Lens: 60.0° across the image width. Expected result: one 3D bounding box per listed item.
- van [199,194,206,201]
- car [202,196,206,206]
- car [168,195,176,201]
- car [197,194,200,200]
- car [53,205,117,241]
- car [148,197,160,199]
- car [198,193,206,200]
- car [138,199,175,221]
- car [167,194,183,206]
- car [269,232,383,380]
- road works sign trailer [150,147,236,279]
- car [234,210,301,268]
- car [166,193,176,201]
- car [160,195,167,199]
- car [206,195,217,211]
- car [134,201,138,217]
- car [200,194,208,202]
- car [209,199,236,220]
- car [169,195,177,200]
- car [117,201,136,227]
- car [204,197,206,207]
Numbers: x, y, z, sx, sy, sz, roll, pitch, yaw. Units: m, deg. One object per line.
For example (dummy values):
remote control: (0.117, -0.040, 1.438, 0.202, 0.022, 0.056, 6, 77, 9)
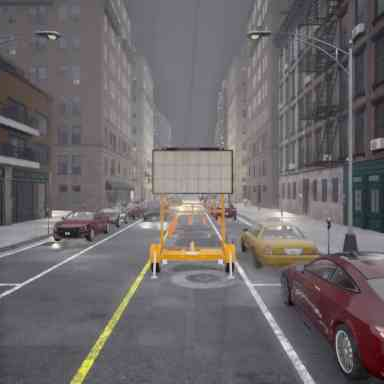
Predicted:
van: (2.874, 1.324, 88.705, 1.690, 1.788, 3.998, 0, 0, 0)
car: (2.729, 1.545, 44.960, 2.008, 1.369, 4.403, 0, 0, 0)
car: (-5.235, 1.548, 88.721, 1.947, 1.339, 4.313, 0, 0, 0)
car: (2.860, 1.301, 77.698, 2.192, 1.841, 5.009, 0, 0, 0)
car: (-5.354, 1.543, 16.564, 1.887, 1.381, 4.507, 0, 0, 0)
car: (-5.307, 1.435, 39.293, 1.967, 1.590, 4.097, 0, 0, 0)
car: (2.880, 1.296, 94.209, 2.192, 1.841, 5.009, 0, 0, 0)
car: (-2.795, 1.545, 27.119, 2.033, 1.411, 5.357, 0, 0, 0)
car: (-2.641, 1.343, 53.290, 2.097, 1.767, 4.553, 0, 0, 0)
car: (2.648, 1.582, 5.183, 1.802, 1.307, 4.206, 0, 0, 0)
road works sign trailer: (0.021, 0.464, 10.058, 2.380, 3.560, 2.880, 0, 0, 0)
car: (2.660, 1.525, 11.036, 1.752, 1.417, 4.829, 0, 0, 0)
car: (-5.248, 1.299, 83.217, 2.192, 1.841, 5.009, 0, 0, 0)
car: (-5.284, 1.433, 50.658, 1.967, 1.590, 4.097, 0, 0, 0)
car: (2.706, 1.436, 33.595, 1.967, 1.590, 4.097, 0, 0, 0)
car: (-5.331, 1.542, 27.929, 1.887, 1.381, 4.507, 0, 0, 0)
car: (2.741, 1.308, 50.642, 2.192, 1.841, 5.009, 0, 0, 0)
car: (2.694, 1.542, 27.913, 1.887, 1.381, 4.507, 0, 0, 0)
car: (-5.221, 1.532, 94.224, 2.008, 1.369, 4.403, 0, 0, 0)
car: (-5.342, 1.549, 22.246, 2.008, 1.369, 4.403, 0, 0, 0)
car: (2.718, 1.540, 39.277, 1.887, 1.381, 4.507, 0, 0, 0)
